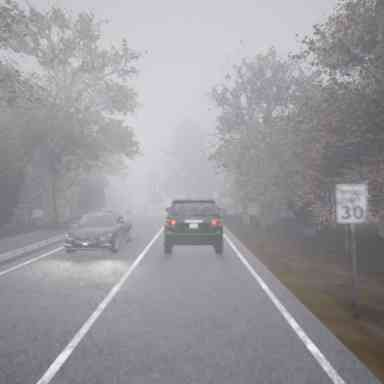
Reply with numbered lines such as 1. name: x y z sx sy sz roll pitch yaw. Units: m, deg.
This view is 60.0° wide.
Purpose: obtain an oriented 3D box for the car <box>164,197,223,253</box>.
1. car: 0.053 1.234 13.901 2.150 2.045 5.566 0 0 0

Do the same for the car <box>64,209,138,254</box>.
1. car: -3.643 1.519 13.744 1.837 1.490 4.892 0 0 0

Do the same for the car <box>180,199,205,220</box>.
1. car: -0.004 1.494 30.252 2.097 1.767 4.553 0 -1 0
